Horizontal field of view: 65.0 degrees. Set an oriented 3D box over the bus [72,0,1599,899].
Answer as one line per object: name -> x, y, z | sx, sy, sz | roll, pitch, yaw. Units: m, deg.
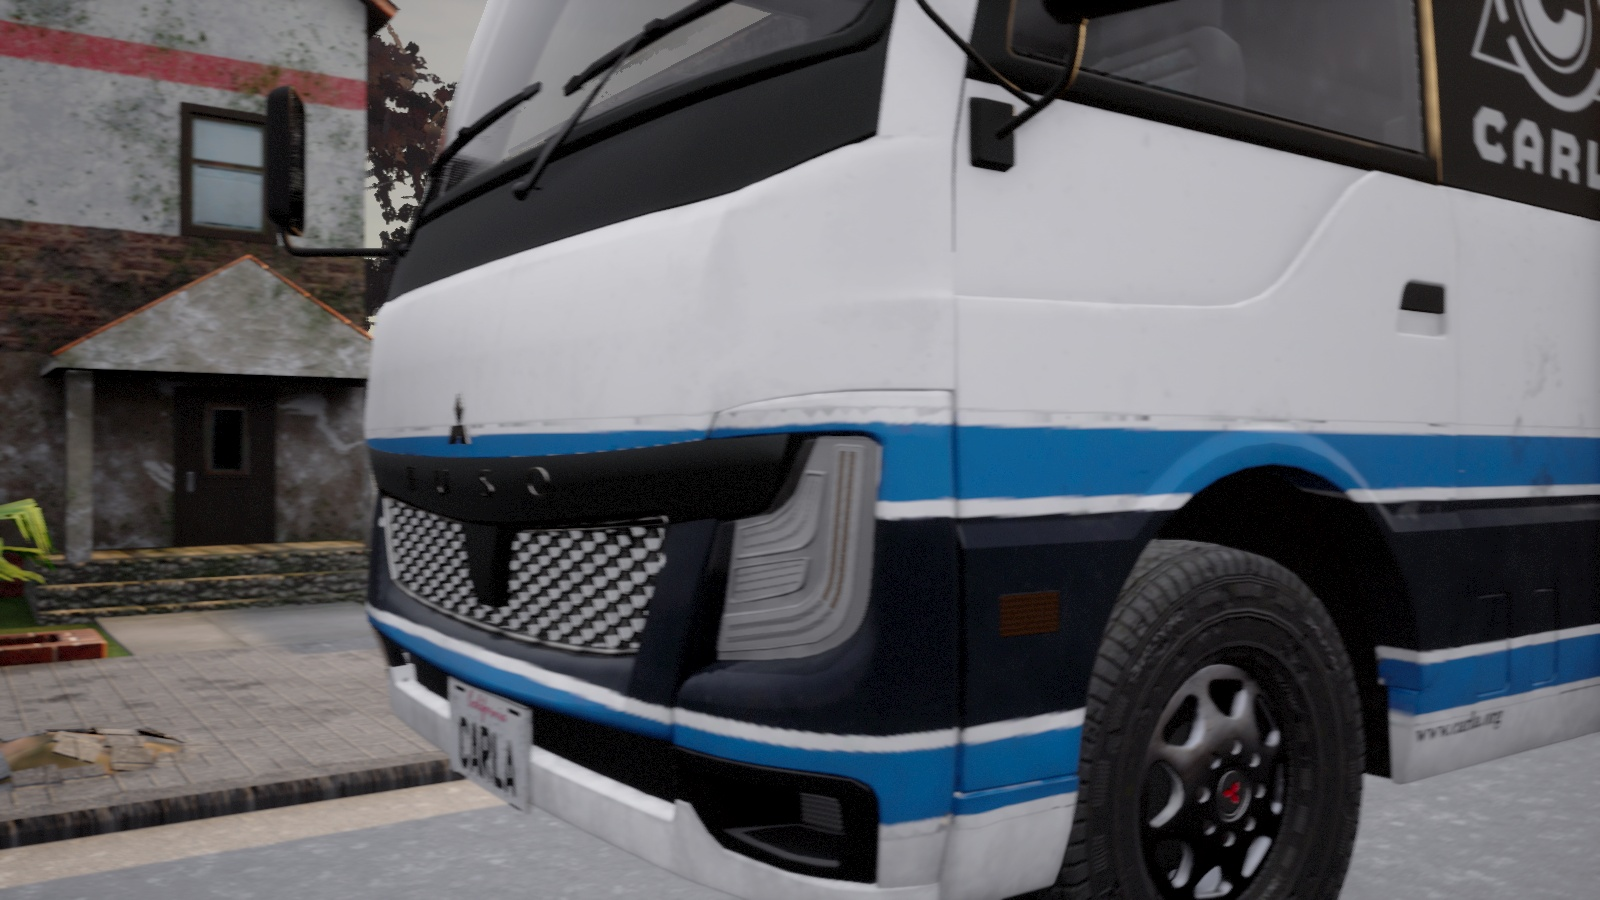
bus -> 2.585, -0.622, 6.073 | 10.273, 4.253, 3.944 | 0, 0, -35
